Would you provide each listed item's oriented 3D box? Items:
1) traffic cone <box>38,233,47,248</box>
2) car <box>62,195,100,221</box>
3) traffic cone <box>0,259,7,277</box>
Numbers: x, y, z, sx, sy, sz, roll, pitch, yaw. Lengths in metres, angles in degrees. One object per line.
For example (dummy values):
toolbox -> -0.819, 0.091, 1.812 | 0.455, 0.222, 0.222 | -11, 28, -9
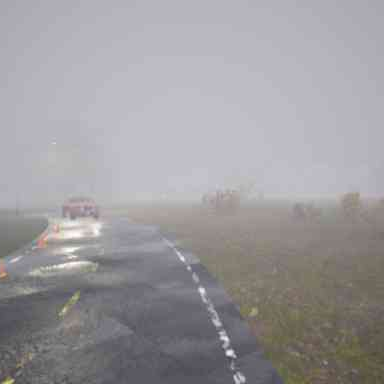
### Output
traffic cone -> -6.162, 1.974, 13.746 | 0.340, 0.580, 0.340 | 0, 0, -13
car -> -9.577, 1.290, 28.360 | 2.150, 2.045, 5.566 | 0, -1, -32
traffic cone -> -5.248, 1.970, 9.016 | 0.340, 0.580, 0.340 | 0, 0, -9
